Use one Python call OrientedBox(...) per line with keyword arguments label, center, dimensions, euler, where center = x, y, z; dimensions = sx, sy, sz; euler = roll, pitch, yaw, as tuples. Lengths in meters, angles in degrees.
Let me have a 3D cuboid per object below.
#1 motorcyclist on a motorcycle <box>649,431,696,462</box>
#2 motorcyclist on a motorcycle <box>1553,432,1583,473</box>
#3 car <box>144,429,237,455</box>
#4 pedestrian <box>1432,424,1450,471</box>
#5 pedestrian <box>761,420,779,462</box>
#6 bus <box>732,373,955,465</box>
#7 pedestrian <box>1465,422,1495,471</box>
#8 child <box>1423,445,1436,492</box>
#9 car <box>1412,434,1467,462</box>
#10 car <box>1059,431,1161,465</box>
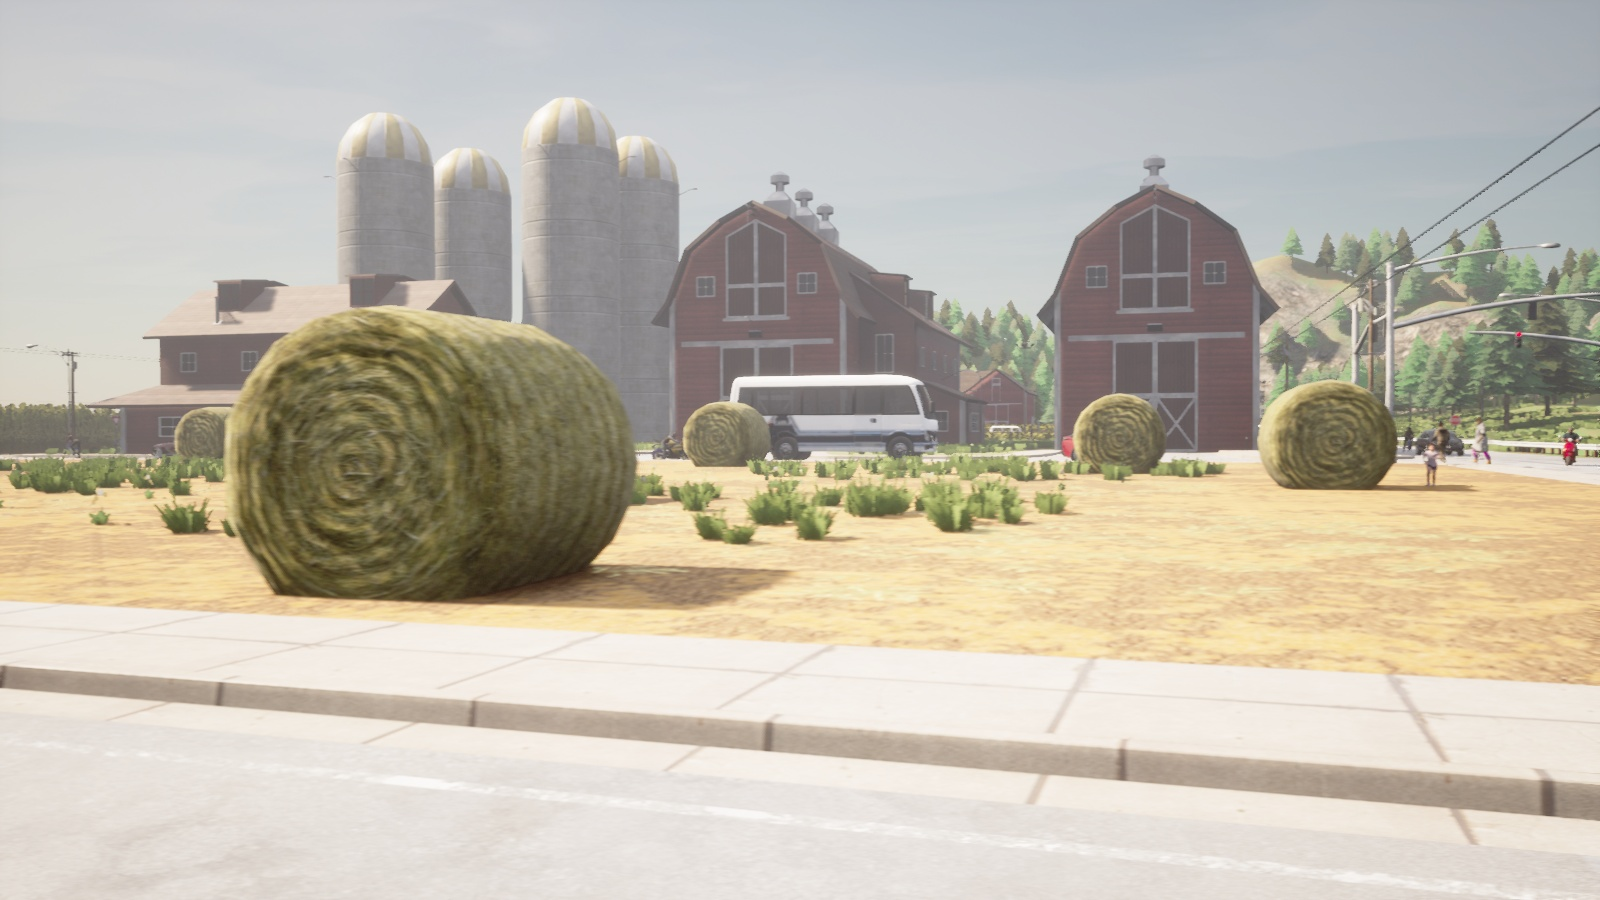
OrientedBox(label="motorcyclist on a motorcycle", center=(-6.492, -0.180, 63.922), dimensions=(2.191, 1.530, 0.866), euler=(1, 1, 15))
OrientedBox(label="motorcyclist on a motorcycle", center=(31.326, 0.095, 51.198), dimensions=(0.866, 1.590, 1.817), euler=(3, 2, 35))
OrientedBox(label="car", center=(-36.608, -0.492, 75.486), dimensions=(4.792, 1.488, 2.163), euler=(0, 1, 15))
OrientedBox(label="pedestrian", center=(26.902, -0.109, 52.688), dimensions=(0.396, 1.930, 0.692), euler=(0, 1, 2))
OrientedBox(label="pedestrian", center=(-1.339, -0.403, 55.810), dimensions=(0.370, 1.835, 0.726), euler=(-1, 1, -44))
OrientedBox(label="bus", center=(2.182, -1.514, 61.618), dimensions=(10.273, 4.253, 3.944), euler=(0, 1, 15))
OrientedBox(label="pedestrian", center=(26.944, -0.150, 49.780), dimensions=(0.873, 1.952, 0.659), euler=(0, 1, 12))
OrientedBox(label="child", center=(15.226, 0.446, 30.365), dimensions=(0.255, 1.110, 0.394), euler=(1, 1, 26))
OrientedBox(label="car", center=(36.391, -0.146, 71.545), dimensions=(1.837, 1.490, 4.892), euler=(0, 1, 16))
OrientedBox(label="car", center=(14.408, -0.102, 58.414), dimensions=(4.514, 1.525, 2.007), euler=(0, 1, 15))
